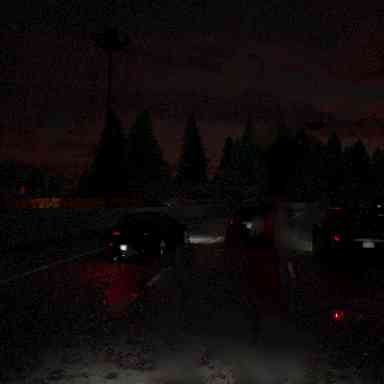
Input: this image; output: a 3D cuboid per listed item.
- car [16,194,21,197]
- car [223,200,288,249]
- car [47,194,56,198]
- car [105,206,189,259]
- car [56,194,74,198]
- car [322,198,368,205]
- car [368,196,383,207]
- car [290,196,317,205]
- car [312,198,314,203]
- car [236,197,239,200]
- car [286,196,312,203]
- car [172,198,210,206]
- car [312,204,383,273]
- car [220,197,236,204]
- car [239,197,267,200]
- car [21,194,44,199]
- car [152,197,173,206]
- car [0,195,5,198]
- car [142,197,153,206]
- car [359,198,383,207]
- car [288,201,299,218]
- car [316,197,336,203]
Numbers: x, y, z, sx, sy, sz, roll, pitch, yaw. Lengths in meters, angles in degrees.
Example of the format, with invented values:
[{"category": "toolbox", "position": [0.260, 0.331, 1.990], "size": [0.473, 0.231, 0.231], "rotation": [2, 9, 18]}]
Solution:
[{"category": "car", "position": [-32.652, 1.140, 64.107], "size": [1.994, 1.385, 4.181], "rotation": [1, 0, -3]}, {"category": "car", "position": [3.079, 1.428, 15.458], "size": [2.097, 1.767, 4.553], "rotation": [1, 0, 20]}, {"category": "car", "position": [-32.305, 1.100, 78.717], "size": [1.882, 1.535, 5.008], "rotation": [1, 0, 4]}, {"category": "car", "position": [-1.516, 1.502, 12.811], "size": [1.837, 1.490, 4.892], "rotation": [0, 0, 15]}, {"category": "car", "position": [-28.939, 1.270, 76.949], "size": [1.895, 1.301, 4.718], "rotation": [1, 0, 2]}, {"category": "car", "position": [15.166, 1.697, 32.979], "size": [4.892, 1.490, 1.837], "rotation": [0, -1, -41]}, {"category": "car", "position": [19.305, 1.424, 32.118], "size": [5.566, 2.045, 2.150], "rotation": [0, -1, -37]}, {"category": "car", "position": [21.894, 1.658, 65.127], "size": [4.892, 1.490, 1.837], "rotation": [0, 0, -21]}, {"category": "car", "position": [24.885, 1.696, 62.437], "size": [4.674, 1.442, 1.812], "rotation": [0, 0, -18]}, {"category": "car", "position": [10.378, 1.589, 55.779], "size": [5.008, 1.535, 1.882], "rotation": [0, 0, -30]}, {"category": "car", "position": [15.257, 1.637, 50.404], "size": [4.902, 1.511, 2.128], "rotation": [0, 0, -30]}, {"category": "car", "position": [0.305, 1.580, 38.026], "size": [1.812, 1.442, 4.674], "rotation": [1, 0, 42]}, {"category": "car", "position": [5.258, 1.458, 10.960], "size": [2.097, 1.767, 4.553], "rotation": [1, 0, 15]}, {"category": "car", "position": [7.420, 1.634, 58.130], "size": [5.357, 1.411, 2.033], "rotation": [0, 0, -32]}, {"category": "car", "position": [10.025, 1.723, 51.322], "size": [4.718, 1.301, 1.895], "rotation": [0, 0, -34]}, {"category": "car", "position": [-29.063, 1.237, 61.270], "size": [1.895, 1.301, 4.718], "rotation": [1, 0, -3]}, {"category": "car", "position": [-2.007, 1.497, 40.657], "size": [1.882, 1.535, 5.008], "rotation": [1, 0, 42]}, {"category": "car", "position": [-27.499, 1.140, 46.392], "size": [1.837, 1.490, 4.892], "rotation": [1, 0, -7]}, {"category": "car", "position": [-3.849, 1.591, 44.096], "size": [1.895, 1.301, 4.718], "rotation": [1, 0, 43]}, {"category": "car", "position": [31.681, 1.732, 57.150], "size": [5.357, 1.411, 2.033], "rotation": [0, 0, -16]}, {"category": "car", "position": [7.651, 1.767, 30.411], "size": [1.895, 1.301, 4.718], "rotation": [0, 0, 40]}, {"category": "car", "position": [24.872, 1.725, 58.741], "size": [5.357, 1.411, 2.033], "rotation": [0, 0, -19]}]
